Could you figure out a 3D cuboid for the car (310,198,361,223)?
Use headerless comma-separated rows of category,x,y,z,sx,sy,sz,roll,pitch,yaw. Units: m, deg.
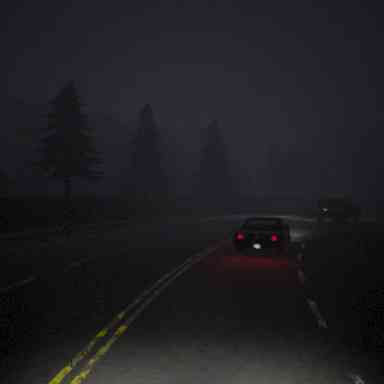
car,12.781,1.575,29.046,2.150,2.045,5.566,-1,-1,45

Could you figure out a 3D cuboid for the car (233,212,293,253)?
car,3.221,1.761,14.537,1.895,1.301,4.718,0,-1,21

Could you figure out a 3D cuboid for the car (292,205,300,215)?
car,13.819,1.949,39.082,4.902,1.511,2.128,1,-1,-35

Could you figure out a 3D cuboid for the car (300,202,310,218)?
car,13.880,1.894,34.812,5.008,1.535,1.882,1,-1,-38
